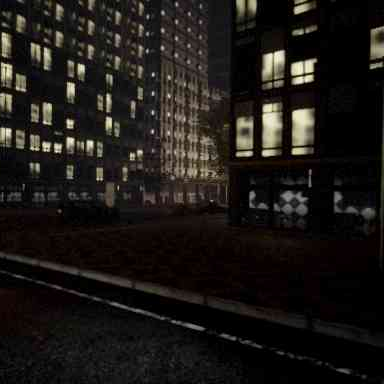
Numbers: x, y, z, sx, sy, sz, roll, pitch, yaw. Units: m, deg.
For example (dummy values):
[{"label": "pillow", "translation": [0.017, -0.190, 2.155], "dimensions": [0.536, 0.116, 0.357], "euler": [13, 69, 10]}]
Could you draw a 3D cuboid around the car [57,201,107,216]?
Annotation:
[{"label": "car", "translation": [-11.255, 1.649, 34.390], "dimensions": [1.752, 1.417, 4.829], "euler": [1, 0, 36]}]

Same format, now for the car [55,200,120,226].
[{"label": "car", "translation": [-7.766, 1.524, 25.012], "dimensions": [2.192, 1.841, 5.009], "euler": [1, 0, 36]}]

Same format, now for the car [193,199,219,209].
[{"label": "car", "translation": [2.257, 1.886, 52.658], "dimensions": [1.947, 1.339, 4.313], "euler": [1, 0, 36]}]

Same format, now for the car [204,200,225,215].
[{"label": "car", "translation": [2.293, 1.940, 38.615], "dimensions": [1.802, 1.307, 4.206], "euler": [1, 0, 36]}]

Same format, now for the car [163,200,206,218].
[{"label": "car", "translation": [-0.960, 1.835, 34.217], "dimensions": [1.752, 1.417, 4.829], "euler": [1, 0, 36]}]
